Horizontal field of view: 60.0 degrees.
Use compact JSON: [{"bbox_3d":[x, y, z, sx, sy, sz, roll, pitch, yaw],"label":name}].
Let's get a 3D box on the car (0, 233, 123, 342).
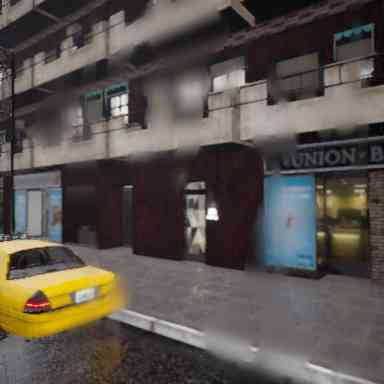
[{"bbox_3d":[-3.705,1.601,6.684,5.366,1.575,1.801,-1,-2,37],"label":"car"}]
